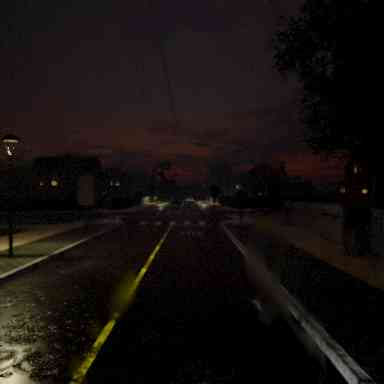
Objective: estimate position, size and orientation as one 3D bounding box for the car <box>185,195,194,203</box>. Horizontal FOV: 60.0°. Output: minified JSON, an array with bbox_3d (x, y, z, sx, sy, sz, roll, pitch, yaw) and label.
[{"bbox_3d":[-0.584,1.846,73.897,1.895,1.301,4.718,0,-1,-1],"label":"car"}]

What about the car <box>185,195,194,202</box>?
[{"bbox_3d":[-0.749,1.545,83.865,2.097,1.767,4.553,0,-1,-2],"label":"car"}]

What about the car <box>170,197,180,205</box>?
[{"bbox_3d":[-3.204,1.728,64.396,2.033,1.411,5.357,0,0,0],"label":"car"}]
